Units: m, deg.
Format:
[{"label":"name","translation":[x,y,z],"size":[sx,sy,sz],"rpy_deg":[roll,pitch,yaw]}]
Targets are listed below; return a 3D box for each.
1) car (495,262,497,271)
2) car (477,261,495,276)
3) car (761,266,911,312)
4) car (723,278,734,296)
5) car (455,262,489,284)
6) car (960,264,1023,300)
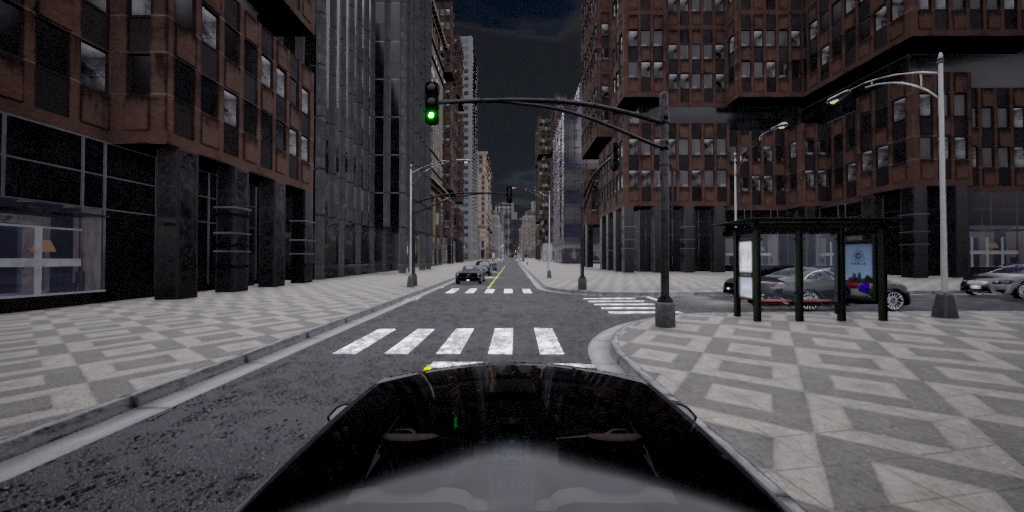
[{"label":"car","translation":[-3.017,1.332,49.541],"size":[2.033,1.411,5.357],"rpy_deg":[0,0,0]},{"label":"car","translation":[-3.045,1.280,37.551],"size":[1.837,1.490,4.892],"rpy_deg":[0,0,0]},{"label":"car","translation":[11.520,1.150,13.093],"size":[4.902,1.511,2.128],"rpy_deg":[0,-1,0]},{"label":"car","translation":[12.208,1.202,16.164],"size":[4.892,1.490,1.837],"rpy_deg":[0,-1,2]},{"label":"car","translation":[-3.062,1.369,27.174],"size":[1.895,1.301,4.718],"rpy_deg":[0,0,0]},{"label":"car","translation":[23.381,1.121,16.183],"size":[4.902,1.511,2.128],"rpy_deg":[0,-1,0]}]
